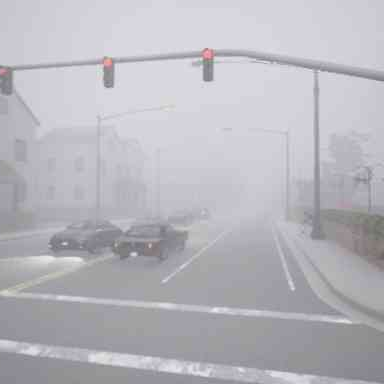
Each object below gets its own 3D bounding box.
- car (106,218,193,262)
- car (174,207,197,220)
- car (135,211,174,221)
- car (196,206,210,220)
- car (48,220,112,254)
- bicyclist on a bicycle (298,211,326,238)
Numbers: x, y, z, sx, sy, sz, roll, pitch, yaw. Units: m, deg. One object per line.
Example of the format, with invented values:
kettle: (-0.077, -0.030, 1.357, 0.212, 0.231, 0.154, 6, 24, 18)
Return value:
car: (-1.573, 2.034, 14.222, 1.895, 1.301, 4.718, 0, -2, 14)
car: (-1.128, 2.466, 33.305, 1.882, 1.535, 5.008, 0, -2, 12)
car: (-3.045, 2.290, 24.483, 1.994, 1.385, 4.181, 0, -2, 11)
car: (0.986, 2.630, 42.999, 2.097, 1.767, 4.553, 0, -2, 12)
car: (-4.893, 2.032, 15.862, 1.994, 1.385, 4.181, 0, -2, 12)
bicyclist on a bicycle: (7.143, 1.929, 20.031, 1.656, 1.620, 0.582, -8, -23, 9)
